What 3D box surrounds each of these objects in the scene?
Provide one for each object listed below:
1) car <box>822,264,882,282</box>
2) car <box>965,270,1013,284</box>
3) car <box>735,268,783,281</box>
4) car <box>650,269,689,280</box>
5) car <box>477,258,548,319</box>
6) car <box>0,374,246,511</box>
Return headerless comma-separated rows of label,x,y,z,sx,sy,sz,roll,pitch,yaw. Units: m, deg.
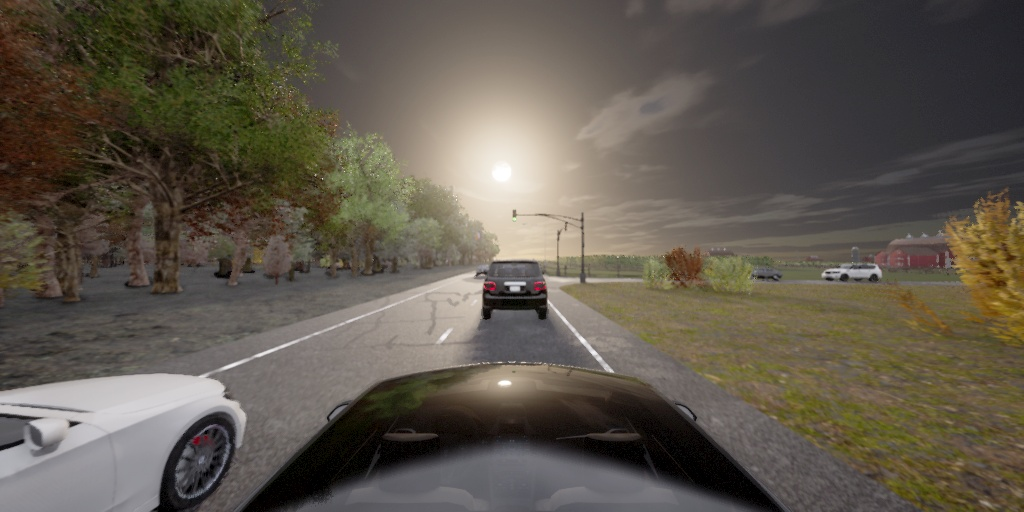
car,38.811,1.914,40.987,5.566,2.045,2.150,1,-2,0
car,50.336,2.193,37.317,5.008,1.535,1.882,1,-2,1
car,28.179,2.068,41.025,4.902,1.511,2.128,1,-2,0
car,17.908,2.065,41.078,4.718,1.301,1.895,1,-2,1
car,0.089,1.114,13.613,2.150,2.045,5.566,0,-1,0
car,-3.398,1.272,1.378,1.812,1.442,4.674,0,-1,0
